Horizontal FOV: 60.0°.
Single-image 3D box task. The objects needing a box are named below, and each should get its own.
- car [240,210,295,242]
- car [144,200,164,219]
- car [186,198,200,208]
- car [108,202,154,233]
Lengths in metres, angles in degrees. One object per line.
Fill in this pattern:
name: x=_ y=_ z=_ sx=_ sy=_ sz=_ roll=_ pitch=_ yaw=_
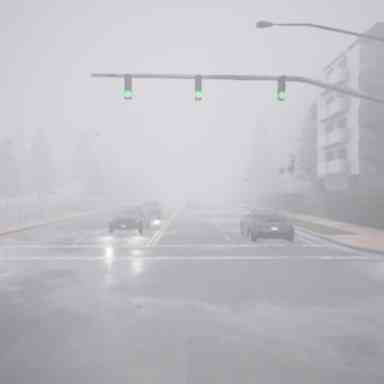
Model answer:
car: x=3.595 y=1.563 z=16.501 sx=1.994 sy=1.385 sz=4.181 roll=0 pitch=0 yaw=0
car: x=-3.584 y=1.503 z=29.654 sx=1.837 sy=1.490 sz=4.892 roll=0 pitch=0 yaw=0
car: x=0.085 y=1.562 z=48.186 sx=1.994 sy=1.385 sz=4.181 roll=0 pitch=0 yaw=0
car: x=-3.590 y=1.525 z=19.762 sx=1.812 sy=1.442 sz=4.674 roll=0 pitch=0 yaw=0
